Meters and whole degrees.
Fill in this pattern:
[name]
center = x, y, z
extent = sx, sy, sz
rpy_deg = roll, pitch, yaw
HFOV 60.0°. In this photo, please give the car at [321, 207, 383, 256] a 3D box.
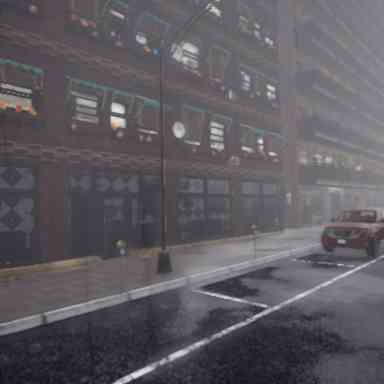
[car]
center = 7.575, 1.619, 14.762
extent = 2.192, 1.841, 5.009
rpy_deg = -3, -2, 44
